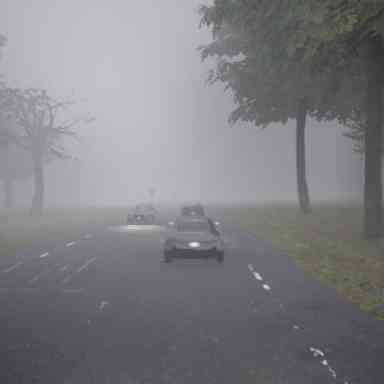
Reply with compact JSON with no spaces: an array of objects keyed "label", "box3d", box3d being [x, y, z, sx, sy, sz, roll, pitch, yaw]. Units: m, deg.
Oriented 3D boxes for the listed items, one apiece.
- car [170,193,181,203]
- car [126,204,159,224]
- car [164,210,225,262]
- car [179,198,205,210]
[{"label":"car","box3d":[-3.476,1.292,70.495,2.150,2.045,5.566,0,0,0]},{"label":"car","box3d":[-3.541,1.564,24.374,1.994,1.385,4.181,0,0,0]},{"label":"car","box3d":[0.079,1.558,12.074,1.994,1.385,4.181,0,0,0]},{"label":"car","box3d":[0.084,1.483,28.166,1.882,1.535,5.008,0,0,0]}]
